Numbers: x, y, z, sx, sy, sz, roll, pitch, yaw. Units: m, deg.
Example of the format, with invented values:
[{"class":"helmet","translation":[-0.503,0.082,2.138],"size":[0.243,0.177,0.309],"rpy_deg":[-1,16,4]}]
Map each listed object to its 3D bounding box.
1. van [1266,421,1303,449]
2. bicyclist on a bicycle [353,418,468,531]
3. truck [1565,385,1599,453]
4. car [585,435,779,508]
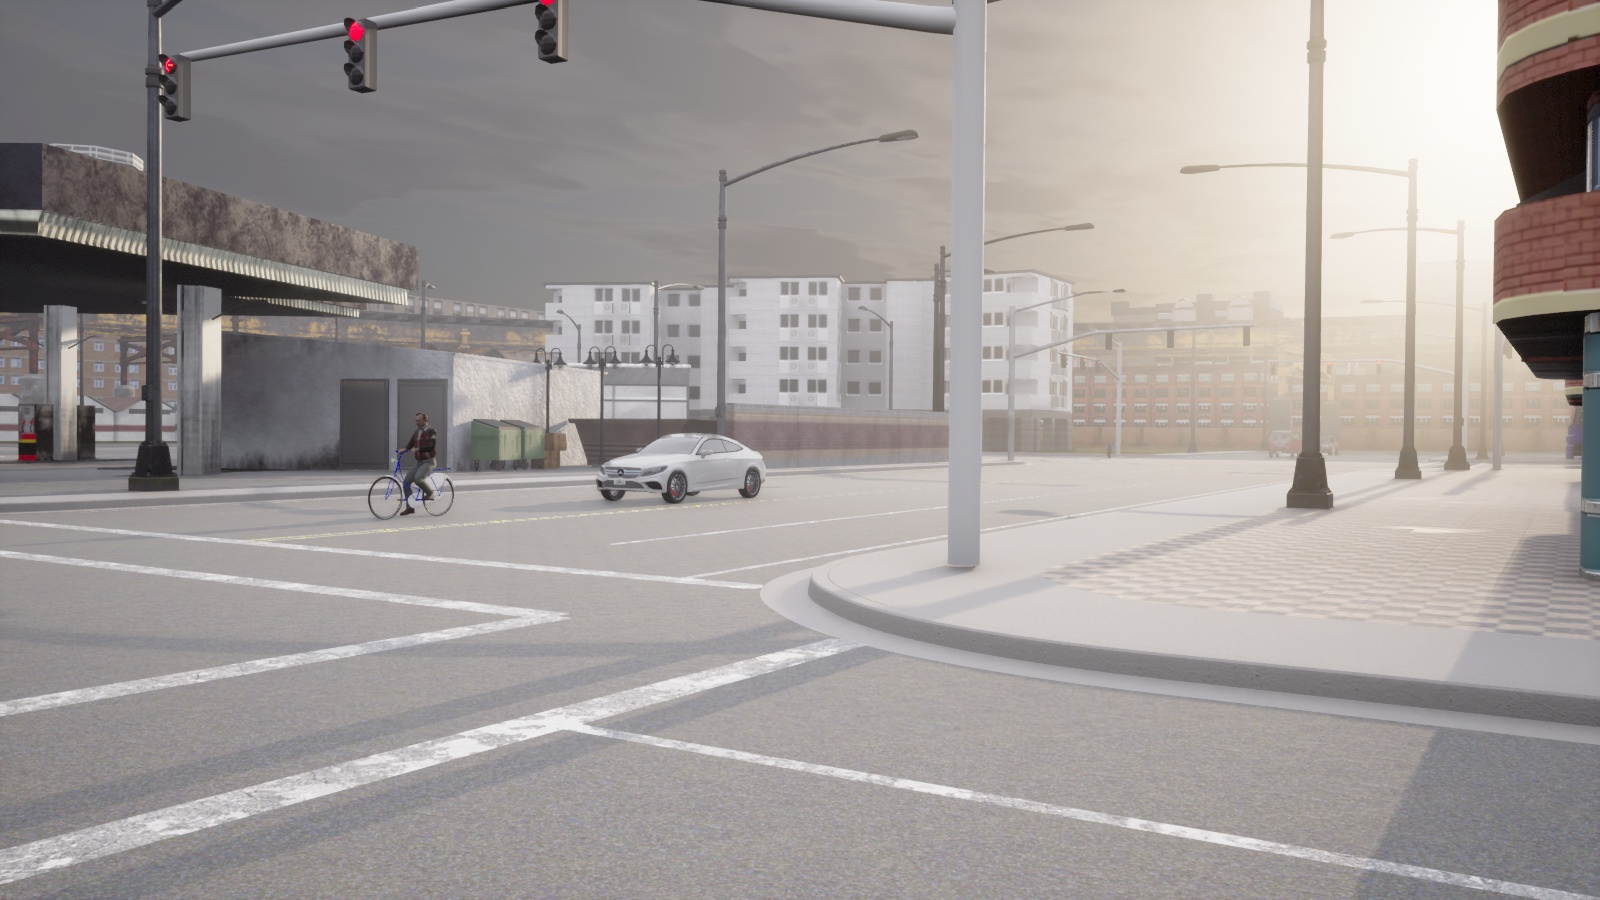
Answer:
[{"class":"van","translation":[35.150,-1.077,91.048],"size":[1.775,1.987,4.442],"rpy_deg":[0,1,31]},{"class":"bicyclist on a bicycle","translation":[-6.427,0.376,20.823],"size":[0.659,1.776,1.843],"rpy_deg":[0,1,31]},{"class":"truck","translation":[43.929,-1.665,64.401],"size":[7.936,3.462,2.891],"rpy_deg":[-1,0,32]},{"class":"car","translation":[-2.468,0.404,27.508],"size":[1.812,1.442,4.674],"rpy_deg":[0,1,31]}]
